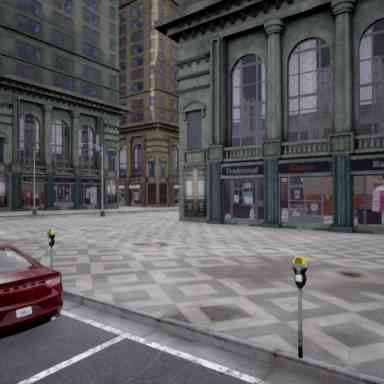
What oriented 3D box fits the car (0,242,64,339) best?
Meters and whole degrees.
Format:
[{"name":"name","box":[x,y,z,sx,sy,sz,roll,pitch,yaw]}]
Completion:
[{"name":"car","box":[-4.164,1.545,5.956,4.507,1.381,1.887,0,0,36]}]
